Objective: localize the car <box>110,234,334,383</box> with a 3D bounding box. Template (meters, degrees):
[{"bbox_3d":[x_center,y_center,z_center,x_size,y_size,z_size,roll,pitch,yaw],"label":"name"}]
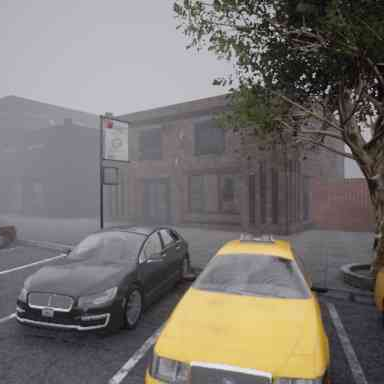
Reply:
[{"bbox_3d":[0.983,1.483,5.171,1.946,1.575,5.366,0,-1,16],"label":"car"}]

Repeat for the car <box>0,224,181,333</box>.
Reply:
[{"bbox_3d":[-1.405,1.493,7.101,2.231,1.521,4.892,1,-1,16],"label":"car"}]

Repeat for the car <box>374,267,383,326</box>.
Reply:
[{"bbox_3d":[3.426,1.479,3.427,1.946,1.575,5.366,0,-1,16],"label":"car"}]

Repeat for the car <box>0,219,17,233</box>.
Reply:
[{"bbox_3d":[-8.724,1.542,12.339,2.002,1.452,4.674,1,-1,16],"label":"car"}]
